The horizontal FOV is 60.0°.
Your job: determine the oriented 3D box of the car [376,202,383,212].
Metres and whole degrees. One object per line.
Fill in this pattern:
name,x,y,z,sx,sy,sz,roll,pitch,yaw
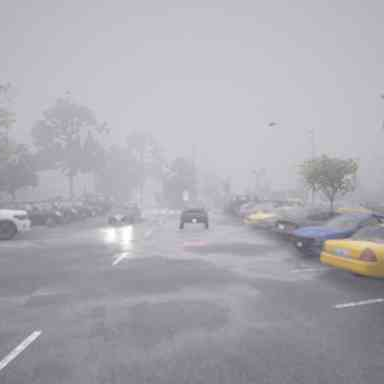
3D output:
car,38.347,2.983,64.112,2.185,1.767,4.553,2,-1,-21

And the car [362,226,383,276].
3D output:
car,6.008,1.515,6.229,5.008,1.535,2.097,1,-1,-20

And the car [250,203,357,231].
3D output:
car,6.027,1.569,18.074,4.892,1.521,2.231,1,0,-20

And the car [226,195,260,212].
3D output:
car,6.073,1.383,32.880,5.566,2.045,2.435,1,-1,-20

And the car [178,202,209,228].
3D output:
car,0.137,1.602,22.967,1.837,1.490,4.892,0,-2,0

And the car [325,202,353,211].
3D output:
car,28.180,2.800,63.958,2.231,1.521,4.892,2,-1,-21

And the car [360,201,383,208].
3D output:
car,25.506,2.354,45.770,2.435,2.045,5.566,2,0,-20

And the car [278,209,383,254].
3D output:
car,6.014,1.542,12.159,5.008,1.535,2.097,1,0,-20

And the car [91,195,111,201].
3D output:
car,-10.924,1.389,34.310,5.566,2.045,2.435,-1,0,-20

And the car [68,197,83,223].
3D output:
car,-10.944,1.474,25.253,4.553,1.767,2.185,-1,-1,-20

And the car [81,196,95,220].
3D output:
car,-10.880,1.487,28.291,4.553,1.767,2.185,-1,0,-20

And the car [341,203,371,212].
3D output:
car,31.501,2.900,64.174,1.946,1.575,5.366,2,-1,-21

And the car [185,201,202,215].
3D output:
car,0.148,1.771,37.919,1.895,1.301,4.718,0,0,0

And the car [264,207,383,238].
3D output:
car,6.045,1.585,15.125,4.792,1.488,2.163,1,-1,-20

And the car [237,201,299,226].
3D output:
car,5.859,1.575,20.957,5.366,1.575,1.946,1,0,-20

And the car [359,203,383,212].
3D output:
car,34.975,3.035,64.016,2.163,1.488,4.792,2,-1,-21

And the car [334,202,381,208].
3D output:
car,22.527,2.499,45.597,1.946,1.575,5.366,2,0,-21

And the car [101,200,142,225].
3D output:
car,-5.051,1.605,25.394,2.128,1.511,4.902,0,0,0

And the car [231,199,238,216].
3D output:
car,6.043,1.609,26.945,4.892,1.521,2.231,1,0,-20

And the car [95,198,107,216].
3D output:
car,-10.910,1.628,31.305,4.892,1.521,2.231,-1,-1,-20

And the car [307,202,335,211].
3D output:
car,24.787,2.696,63.931,2.231,1.521,4.892,3,-1,-21

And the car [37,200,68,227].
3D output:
car,-10.942,1.461,22.226,4.553,1.767,2.185,-1,-1,-20

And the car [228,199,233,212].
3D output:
car,6.042,1.661,29.903,4.674,1.452,2.002,1,-1,-20

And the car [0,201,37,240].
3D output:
car,-10.902,1.308,16.208,5.566,2.045,2.435,-1,-1,-20

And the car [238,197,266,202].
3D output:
car,6.066,1.469,23.995,4.553,1.767,2.185,1,0,-20

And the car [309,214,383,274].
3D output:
car,6.183,1.528,9.263,5.366,1.575,1.946,1,-1,-20
